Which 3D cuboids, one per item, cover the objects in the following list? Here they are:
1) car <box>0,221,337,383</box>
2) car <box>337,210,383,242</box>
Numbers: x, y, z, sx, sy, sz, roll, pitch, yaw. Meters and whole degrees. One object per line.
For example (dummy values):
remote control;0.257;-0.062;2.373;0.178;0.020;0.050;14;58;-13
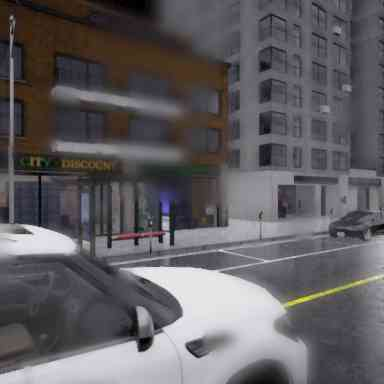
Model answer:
car;-1.590;1.223;2.299;5.566;2.045;2.150;0;0;-35
car;8.602;1.566;16.530;4.313;1.339;1.947;0;0;-36
